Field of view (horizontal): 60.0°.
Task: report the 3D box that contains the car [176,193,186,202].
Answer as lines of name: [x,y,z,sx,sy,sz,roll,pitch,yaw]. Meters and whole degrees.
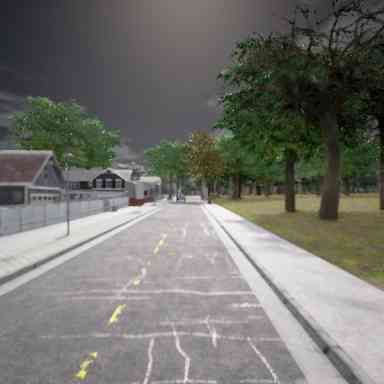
car: [-2.722,1.296,82.019,2.150,2.045,5.566,0,0,0]
